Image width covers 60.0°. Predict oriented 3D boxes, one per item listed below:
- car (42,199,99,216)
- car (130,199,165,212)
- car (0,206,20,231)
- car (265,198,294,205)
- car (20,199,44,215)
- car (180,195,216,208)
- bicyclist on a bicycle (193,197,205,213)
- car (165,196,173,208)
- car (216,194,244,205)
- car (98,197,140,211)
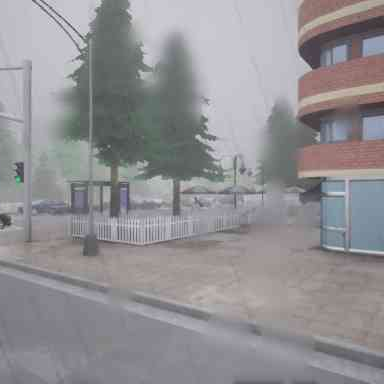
[{"bbox_3d":[-11.265,1.545,31.573,1.895,1.301,4.718,0,0,36],"label":"car"},{"bbox_3d":[-5.796,1.545,38.933,1.895,1.301,4.718,0,0,37],"label":"car"},{"bbox_3d":[-12.316,1.460,17.854,1.837,1.490,4.892,0,0,36],"label":"car"},{"bbox_3d":[13.351,1.545,50.751,4.718,1.301,1.895,0,0,-26],"label":"car"},{"bbox_3d":[-14.562,1.422,32.967,1.882,1.535,5.008,0,0,36],"label":"car"},{"bbox_3d":[0.816,1.508,46.492,4.181,1.385,1.994,0,0,-43],"label":"car"},{"bbox_3d":[0.424,1.245,27.312,1.656,1.620,0.582,0,0,36],"label":"bicyclist on a bicycle"},{"bbox_3d":[-2.251,1.296,48.340,4.553,1.767,2.097,0,0,-43],"label":"car"},{"bbox_3d":[6.043,1.166,54.938,5.566,2.045,2.150,0,0,-31],"label":"car"},{"bbox_3d":[-8.844,1.422,40.638,1.882,1.535,5.008,0,0,38],"label":"car"}]
